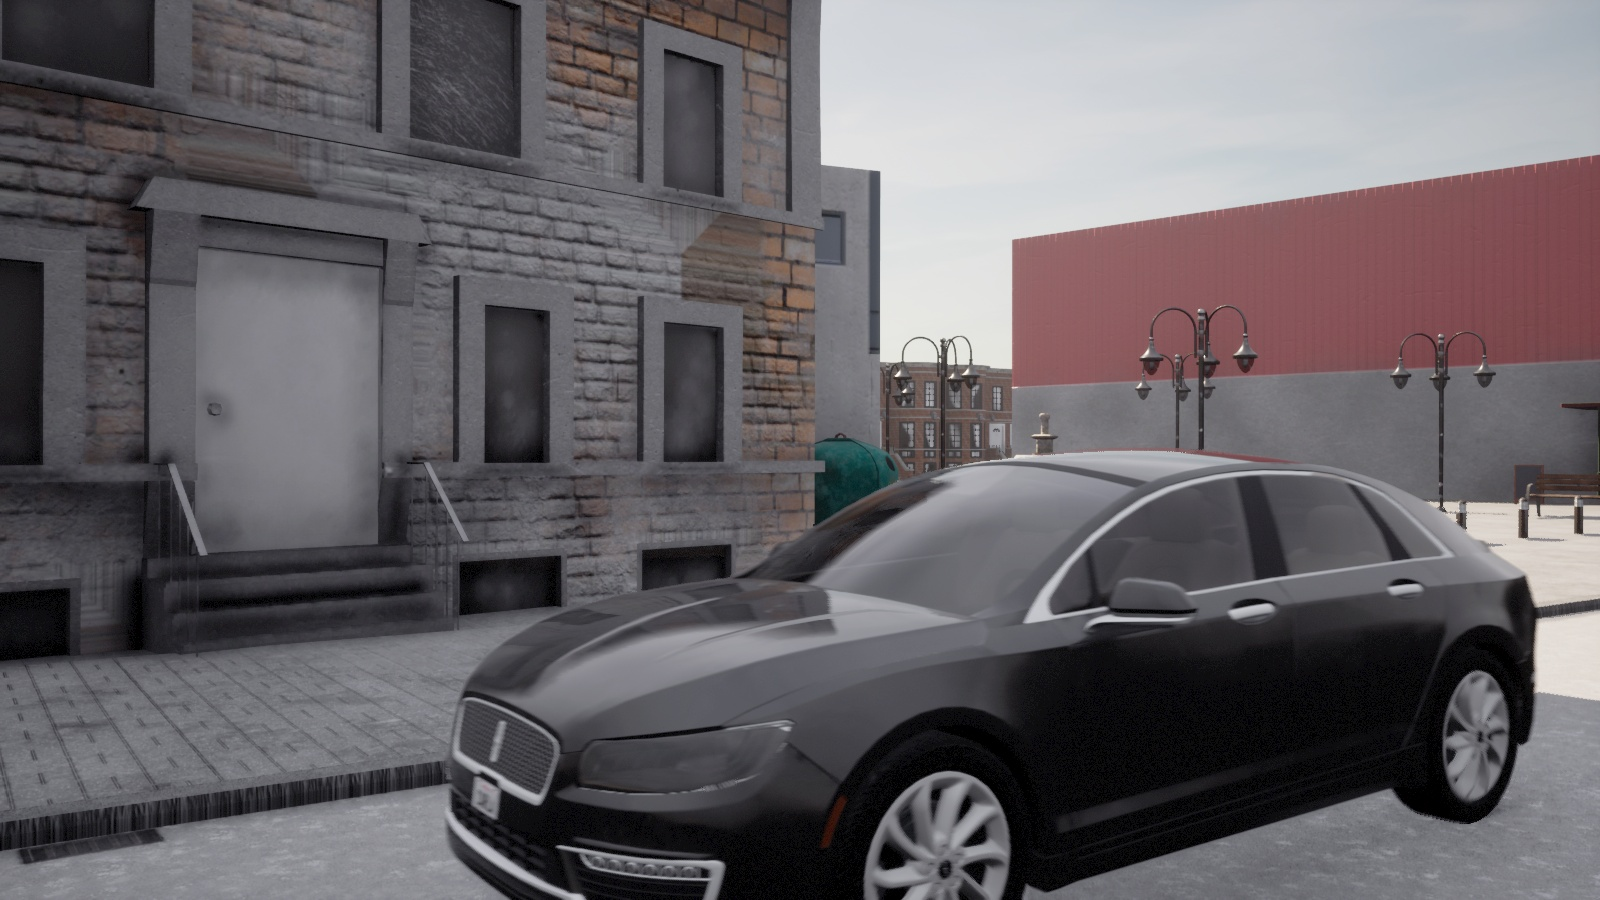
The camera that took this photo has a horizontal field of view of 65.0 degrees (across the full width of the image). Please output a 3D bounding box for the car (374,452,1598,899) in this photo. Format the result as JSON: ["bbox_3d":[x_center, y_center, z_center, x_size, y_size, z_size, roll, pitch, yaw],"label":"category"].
[{"bbox_3d":[1.053,0.760,5.002,4.892,1.490,1.837,0,0,-35],"label":"car"}]
